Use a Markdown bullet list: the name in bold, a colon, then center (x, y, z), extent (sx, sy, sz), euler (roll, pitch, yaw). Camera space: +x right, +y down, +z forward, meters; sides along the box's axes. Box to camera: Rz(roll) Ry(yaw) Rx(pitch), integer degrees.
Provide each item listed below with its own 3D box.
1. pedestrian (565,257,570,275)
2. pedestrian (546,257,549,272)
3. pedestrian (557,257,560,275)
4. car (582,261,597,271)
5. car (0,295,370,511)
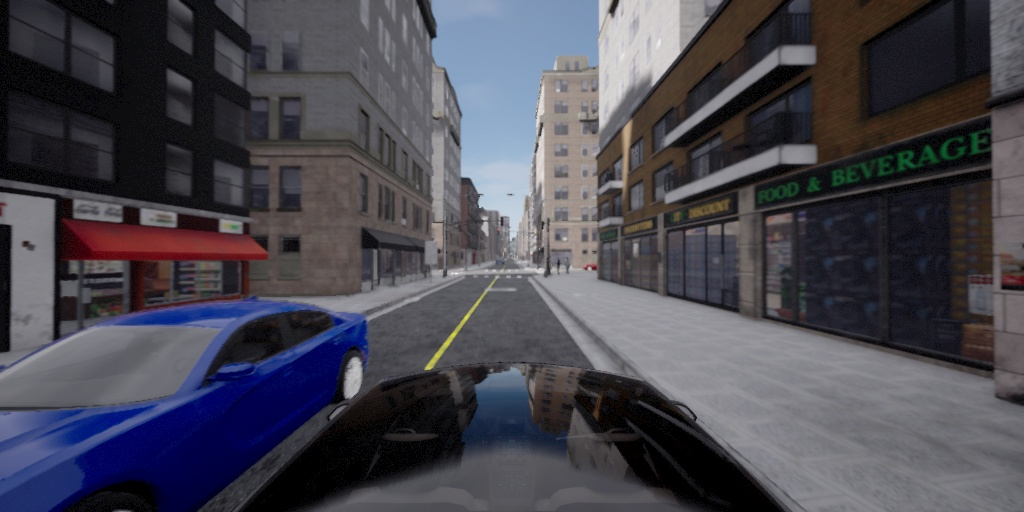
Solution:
- **pedestrian**: center (5.620, 0.958, 36.290), extent (0.375, 1.860, 0.375), euler (0, 0, 0)
- **pedestrian**: center (3.620, 1.021, 36.889), extent (0.375, 1.860, 0.375), euler (0, 0, 0)
- **pedestrian**: center (4.613, 1.001, 35.689), extent (0.375, 1.860, 0.375), euler (0, 0, 0)
- **car**: center (12.123, 1.374, 50.163), extent (4.507, 1.381, 1.888), euler (0, 0, 0)
- **car**: center (-3.101, 1.235, 3.468), extent (1.882, 1.535, 5.008), euler (0, 0, 0)
